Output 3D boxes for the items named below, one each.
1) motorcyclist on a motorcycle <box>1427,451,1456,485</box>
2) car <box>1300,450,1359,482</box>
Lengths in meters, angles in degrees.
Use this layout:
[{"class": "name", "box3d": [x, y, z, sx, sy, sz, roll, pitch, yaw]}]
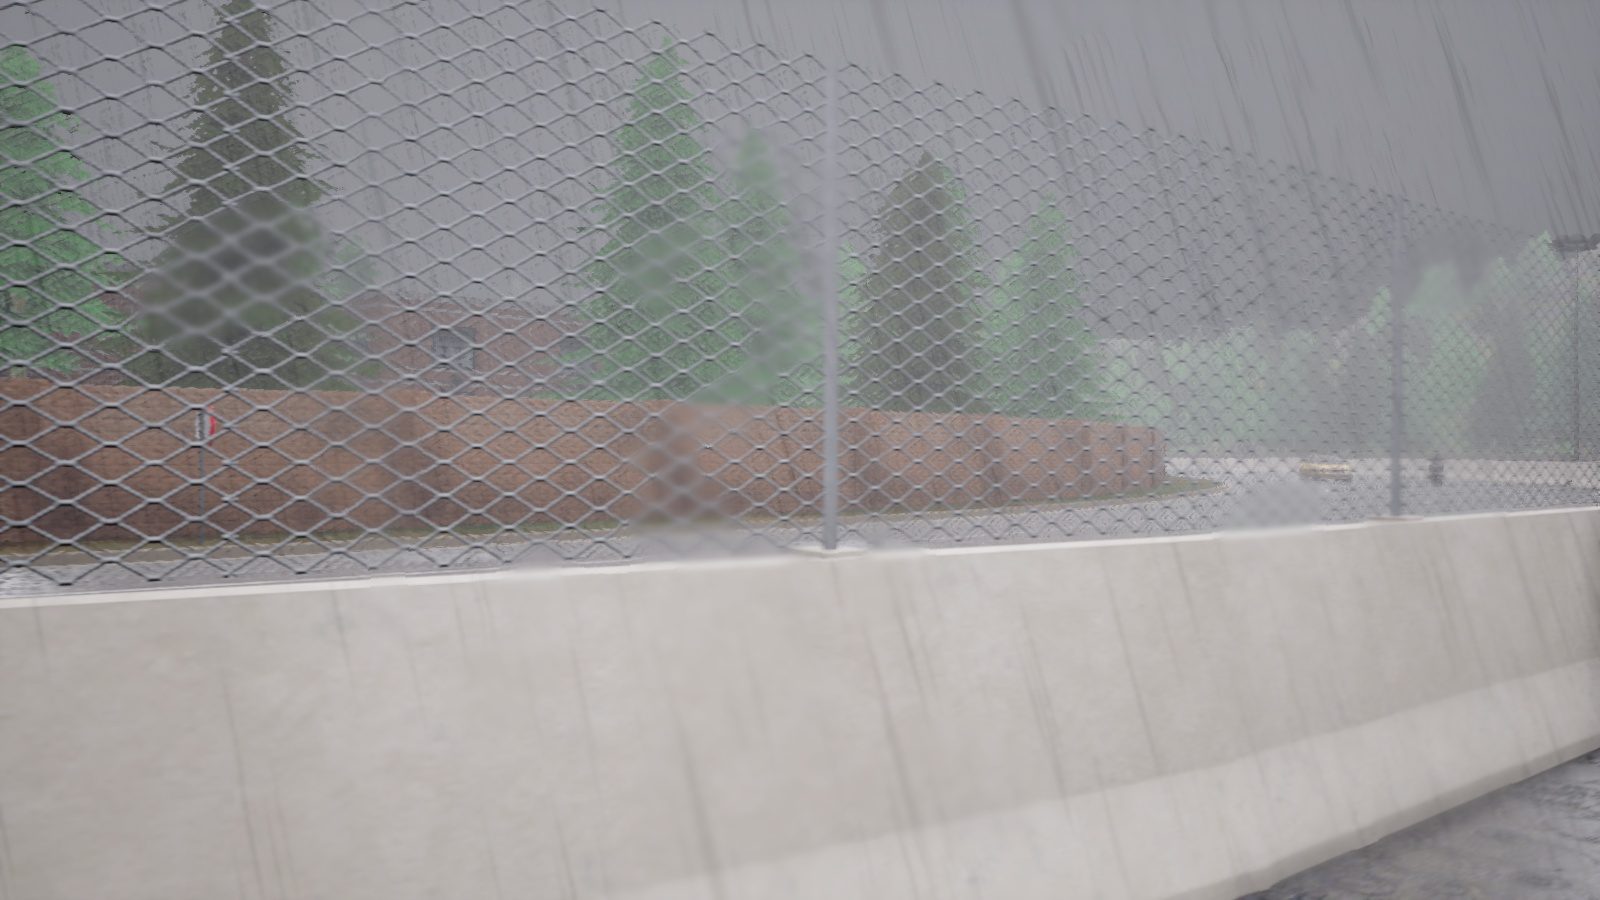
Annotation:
[{"class": "motorcyclist on a motorcycle", "box3d": [29.285, 0.820, 57.364, 0.797, 1.523, 2.044, -2, -1, 16]}, {"class": "car", "box3d": [27.708, 0.805, 65.843, 1.801, 1.575, 5.366, 0, 0, 11]}]
